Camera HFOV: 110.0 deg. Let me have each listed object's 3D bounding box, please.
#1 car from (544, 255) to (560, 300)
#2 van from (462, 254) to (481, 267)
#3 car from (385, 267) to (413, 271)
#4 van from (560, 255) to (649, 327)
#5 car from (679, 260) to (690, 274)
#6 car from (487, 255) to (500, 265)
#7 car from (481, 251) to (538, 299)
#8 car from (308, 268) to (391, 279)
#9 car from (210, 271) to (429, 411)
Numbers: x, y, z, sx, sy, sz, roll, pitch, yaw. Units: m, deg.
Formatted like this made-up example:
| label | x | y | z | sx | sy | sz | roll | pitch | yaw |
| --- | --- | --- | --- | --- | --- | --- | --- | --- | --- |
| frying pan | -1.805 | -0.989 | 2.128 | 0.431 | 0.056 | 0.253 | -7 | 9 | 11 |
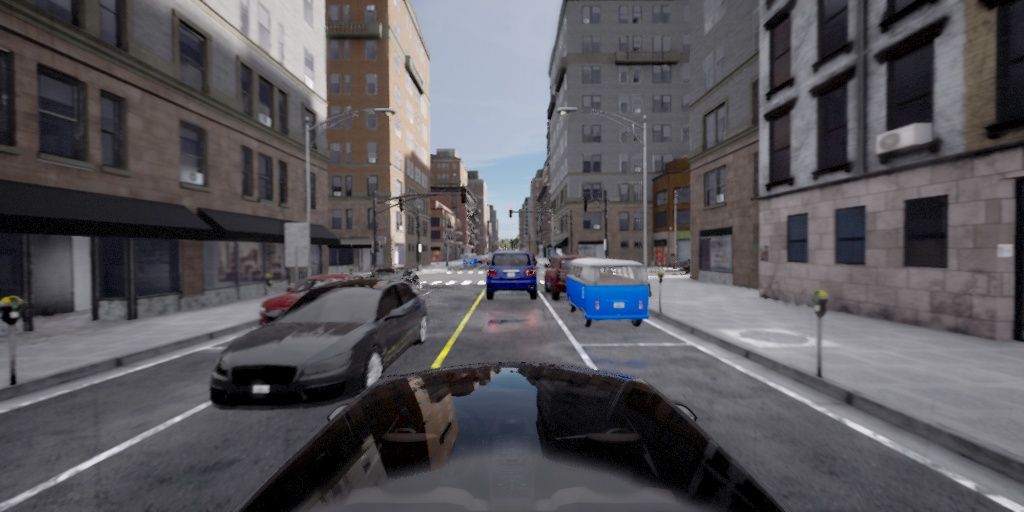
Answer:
| label | x | y | z | sx | sy | sz | roll | pitch | yaw |
| --- | --- | --- | --- | --- | --- | --- | --- | --- | --- |
| car | 2.611 | 0.869 | 16.225 | 2.192 | 1.841 | 5.009 | 0 | 0 | 0 |
| van | -5.591 | 0.565 | 48.147 | 1.690 | 1.789 | 3.998 | 0 | 0 | 0 |
| car | -5.413 | 1.181 | 16.185 | 1.948 | 1.339 | 4.313 | 0 | 0 | 0 |
| van | 2.639 | 0.962 | 10.714 | 1.690 | 1.789 | 3.998 | 0 | 0 | 0 |
| car | 15.614 | 0.762 | 28.209 | 4.674 | 1.442 | 1.812 | -1 | 1 | 0 |
| car | -3.032 | 0.577 | 58.826 | 1.837 | 1.490 | 4.892 | 0 | 1 | 0 |
| car | 0.023 | 0.790 | 16.710 | 2.150 | 2.045 | 5.566 | 0 | 1 | 1 |
| car | -5.386 | 1.227 | 10.675 | 1.888 | 1.381 | 4.507 | 0 | 0 | 0 |
| car | -2.822 | 1.219 | 6.450 | 1.837 | 1.490 | 4.892 | 0 | 1 | 0 |
